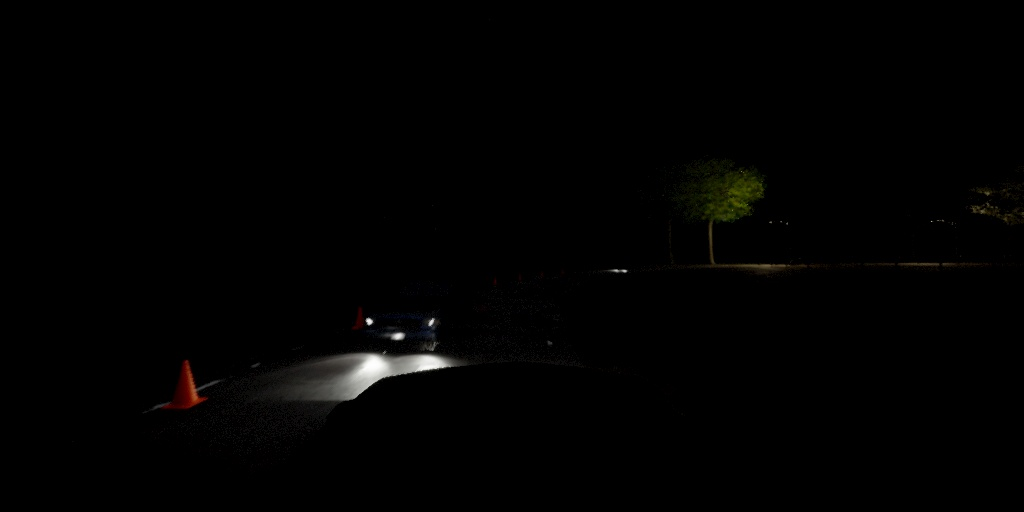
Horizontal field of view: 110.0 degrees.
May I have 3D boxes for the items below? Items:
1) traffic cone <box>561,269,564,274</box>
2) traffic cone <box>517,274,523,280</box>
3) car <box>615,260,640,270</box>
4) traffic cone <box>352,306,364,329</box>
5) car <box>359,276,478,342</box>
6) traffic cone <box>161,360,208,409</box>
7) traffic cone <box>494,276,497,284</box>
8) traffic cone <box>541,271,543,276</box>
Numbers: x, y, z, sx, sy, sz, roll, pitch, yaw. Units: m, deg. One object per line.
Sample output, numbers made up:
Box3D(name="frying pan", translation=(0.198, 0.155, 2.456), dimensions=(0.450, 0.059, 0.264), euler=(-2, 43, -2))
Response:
Box3D(name="traffic cone", translation=(5.552, 1.676, 39.351), dimensions=(0.340, 0.580, 0.340), euler=(0, 0, 33))
Box3D(name="traffic cone", translation=(0.678, 1.695, 30.166), dimensions=(0.340, 0.580, 0.340), euler=(0, 0, 23))
Box3D(name="car", translation=(16.265, 1.229, 50.519), dimensions=(4.181, 1.385, 1.994), euler=(0, 0, -43))
Box3D(name="traffic cone", translation=(-4.249, 1.708, 10.035), dimensions=(0.340, 0.580, 0.340), euler=(0, 0, 4))
Box3D(name="car", translation=(-2.192, 1.298, 10.151), dimensions=(2.033, 1.411, 5.357), euler=(0, 0, 4))
Box3D(name="traffic cone", translation=(-4.424, 1.706, 4.854), dimensions=(0.340, 0.580, 0.340), euler=(0, 0, 0))
Box3D(name="traffic cone", translation=(-1.175, 1.701, 25.303), dimensions=(0.340, 0.580, 0.340), euler=(0, 0, 18))
Box3D(name="traffic cone", translation=(2.925, 1.687, 34.860), dimensions=(0.340, 0.580, 0.340), euler=(0, 0, 28))
